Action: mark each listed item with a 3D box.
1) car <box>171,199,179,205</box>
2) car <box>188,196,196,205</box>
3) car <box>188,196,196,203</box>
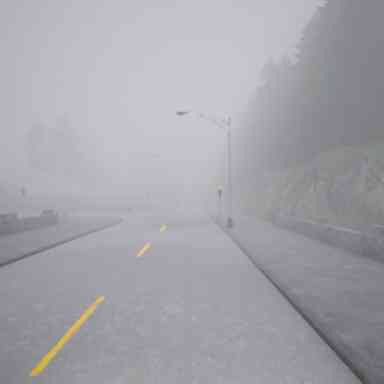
[{"bbox_3d":[-4.021,2.372,78.513,1.837,1.490,4.892,0,-1,0],"label":"car"},{"bbox_3d":[-0.022,2.289,84.884,2.097,1.767,4.553,0,-1,0],"label":"car"},{"bbox_3d":[-0.025,2.168,95.306,2.150,2.045,5.566,0,-1,0],"label":"car"}]
